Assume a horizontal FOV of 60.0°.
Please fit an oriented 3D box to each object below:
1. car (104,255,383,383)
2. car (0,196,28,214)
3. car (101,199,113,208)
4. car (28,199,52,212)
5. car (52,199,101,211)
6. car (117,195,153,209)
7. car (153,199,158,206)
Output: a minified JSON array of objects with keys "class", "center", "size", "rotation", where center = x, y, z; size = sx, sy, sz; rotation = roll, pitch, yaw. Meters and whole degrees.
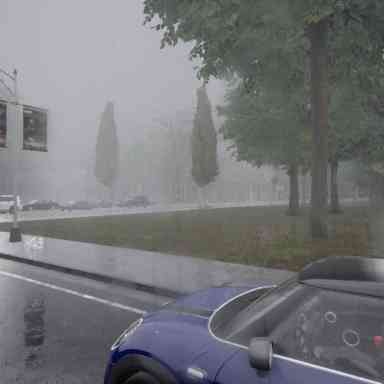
[{"class":"car","center":[1.370,1.352,2.711],"size":[4.553,1.767,2.097],"rotation":[0,0,35]},{"class":"car","center":[-21.133,1.399,35.564],"size":[2.150,2.045,5.566],"rotation":[0,0,34]},{"class":"car","center":[-14.156,1.837,51.215],"size":[1.994,1.385,4.181],"rotation":[0,0,35]},{"class":"car","center":[-19.832,1.695,43.092],"size":[1.882,1.535,5.008],"rotation":[0,0,35]},{"class":"car","center":[-15.176,1.778,44.084],"size":[2.033,1.411,5.357],"rotation":[0,0,35]},{"class":"car","center":[-9.195,1.511,52.637],"size":[2.150,2.045,5.566],"rotation":[0,0,36]},{"class":"car","center":[-8.215,1.836,59.663],"size":[2.128,1.511,4.902],"rotation":[0,0,36]}]
